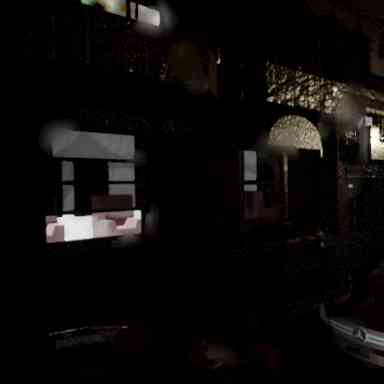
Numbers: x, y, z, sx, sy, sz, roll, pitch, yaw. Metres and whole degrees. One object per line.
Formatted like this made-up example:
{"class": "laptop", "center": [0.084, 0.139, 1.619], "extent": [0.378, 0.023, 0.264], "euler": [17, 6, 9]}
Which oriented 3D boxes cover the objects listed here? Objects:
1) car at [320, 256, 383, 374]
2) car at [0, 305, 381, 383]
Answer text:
{"class": "car", "center": [3.588, 1.522, 4.966], "extent": [4.206, 1.307, 1.802], "euler": [-1, 0, -35]}
{"class": "car", "center": [-0.994, 1.581, 1.742], "extent": [4.206, 1.307, 1.802], "euler": [-1, 0, -35]}
